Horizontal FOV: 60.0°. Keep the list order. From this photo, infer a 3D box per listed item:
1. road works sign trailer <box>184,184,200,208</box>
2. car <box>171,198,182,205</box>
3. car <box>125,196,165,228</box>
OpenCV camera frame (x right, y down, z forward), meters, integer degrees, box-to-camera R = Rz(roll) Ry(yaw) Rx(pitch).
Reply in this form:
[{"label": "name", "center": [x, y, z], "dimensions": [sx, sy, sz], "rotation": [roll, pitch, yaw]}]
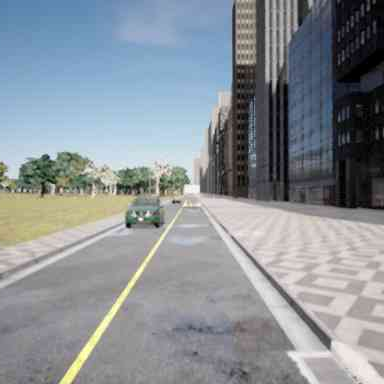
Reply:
[{"label": "road works sign trailer", "center": [0.005, 0.620, 49.986], "dimensions": [2.380, 3.560, 2.880], "rotation": [0, 0, 0]}, {"label": "car", "center": [-3.004, 1.803, 64.989], "dimensions": [1.895, 1.301, 4.718], "rotation": [0, 0, 0]}, {"label": "car", "center": [-3.095, 1.295, 22.887], "dimensions": [2.150, 2.045, 5.566], "rotation": [0, 0, 0]}]
